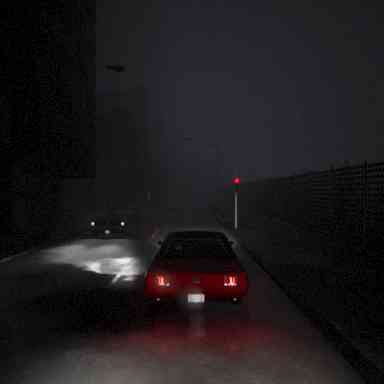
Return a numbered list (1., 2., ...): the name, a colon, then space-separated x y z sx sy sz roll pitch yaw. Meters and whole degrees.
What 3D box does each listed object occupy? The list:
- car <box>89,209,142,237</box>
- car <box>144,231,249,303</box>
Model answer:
1. car: -4.028 1.598 18.109 1.895 1.301 4.718 0 0 1
2. car: 0.089 1.600 8.123 1.895 1.301 4.718 0 0 0
